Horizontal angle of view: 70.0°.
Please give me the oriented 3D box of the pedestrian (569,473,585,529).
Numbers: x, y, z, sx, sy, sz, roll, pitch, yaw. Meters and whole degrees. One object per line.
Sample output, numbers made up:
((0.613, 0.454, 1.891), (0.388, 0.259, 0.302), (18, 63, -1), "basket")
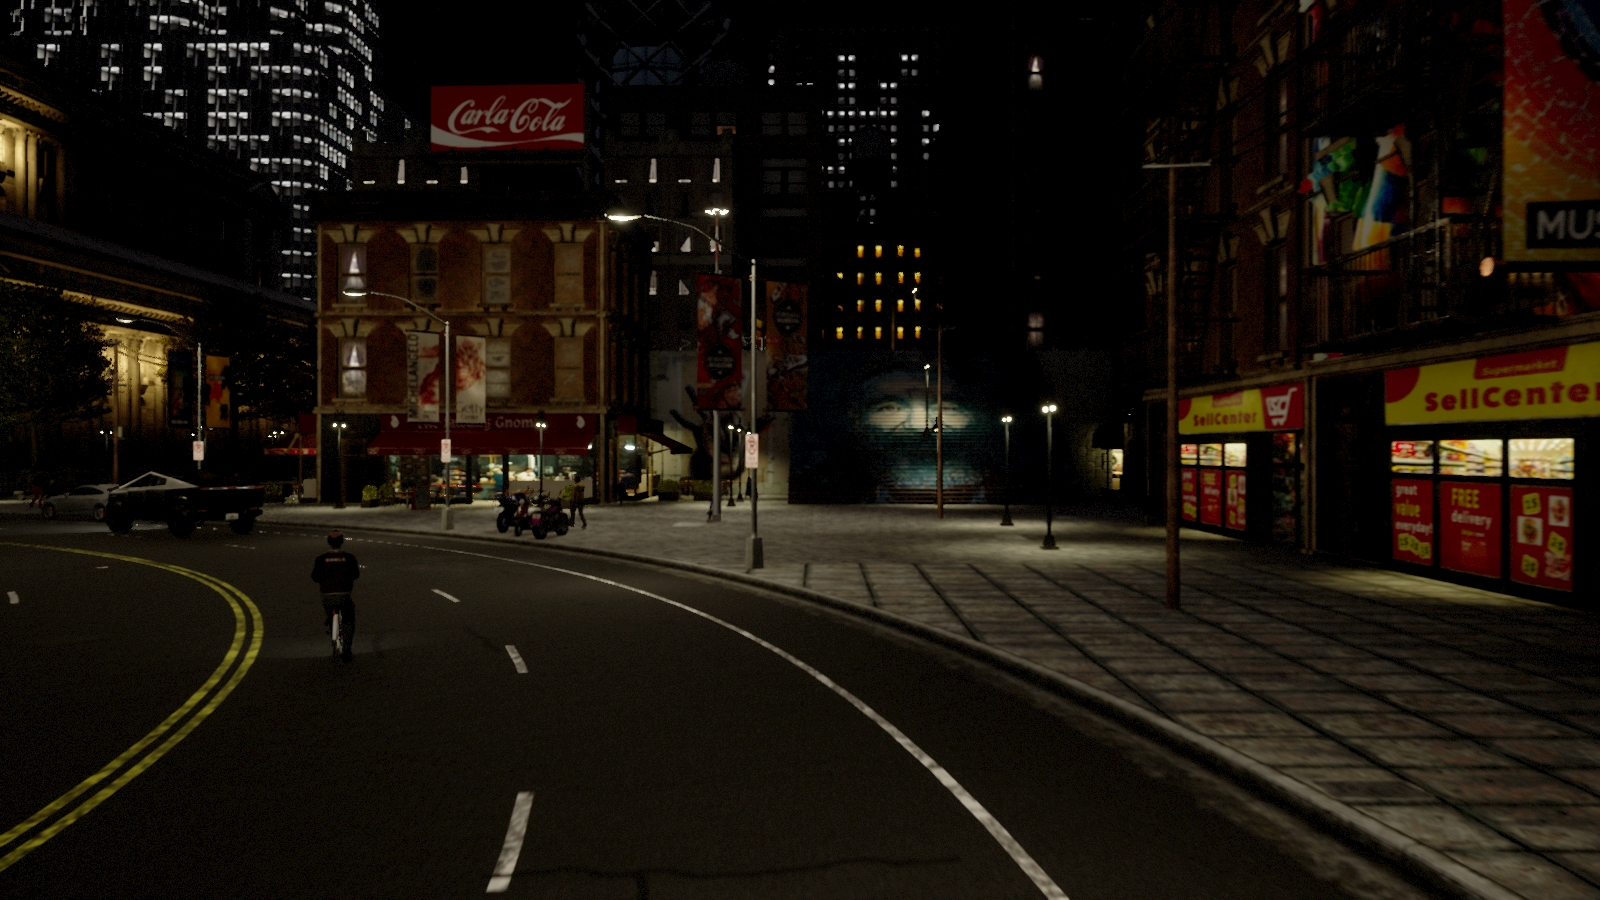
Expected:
((-7.416, 1.698, 38.044), (0.375, 1.860, 0.375), (0, 0, 43), "pedestrian")

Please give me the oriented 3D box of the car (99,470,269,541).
((-20.550, 1.758, 38.012), (6.274, 2.098, 2.390), (0, 0, 35), "car")

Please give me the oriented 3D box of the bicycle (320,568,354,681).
((-5.984, 2.211, 14.803), (0.329, 1.171, 1.835), (0, 0, -20), "bicycle")
